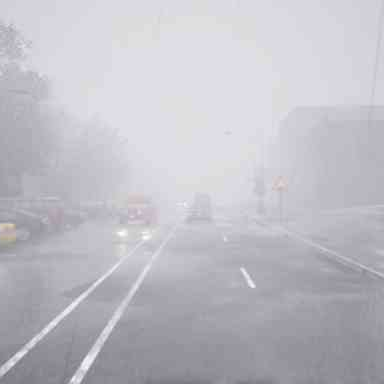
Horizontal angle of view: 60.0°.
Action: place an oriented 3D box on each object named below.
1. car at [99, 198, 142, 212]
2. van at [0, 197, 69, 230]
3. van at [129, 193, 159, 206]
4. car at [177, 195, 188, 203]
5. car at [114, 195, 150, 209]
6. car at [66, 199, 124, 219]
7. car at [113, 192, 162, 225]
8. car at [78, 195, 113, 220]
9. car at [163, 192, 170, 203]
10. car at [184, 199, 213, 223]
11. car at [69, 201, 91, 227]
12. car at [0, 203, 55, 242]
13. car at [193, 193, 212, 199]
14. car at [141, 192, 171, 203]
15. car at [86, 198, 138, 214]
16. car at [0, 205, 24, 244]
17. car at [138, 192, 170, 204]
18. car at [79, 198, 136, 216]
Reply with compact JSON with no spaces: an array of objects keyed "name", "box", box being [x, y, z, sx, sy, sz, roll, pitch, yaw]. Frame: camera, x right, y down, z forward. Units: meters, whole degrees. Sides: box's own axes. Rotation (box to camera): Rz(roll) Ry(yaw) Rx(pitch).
[{"name":"car","box":[-8.400,1.482,39.150,4.792,1.488,2.163,-1,0,-17]},{"name":"van","box":[-9.315,1.278,18.343,4.442,1.987,1.878,-1,0,-19]},{"name":"van","box":[-7.769,1.142,53.908,4.442,1.987,1.878,-1,1,-17]},{"name":"car","box":[-1.823,1.274,65.220,2.128,1.511,4.902,0,1,3]},{"name":"car","box":[-8.118,1.297,45.070,4.553,1.767,2.185,-1,0,-17]},{"name":"car","box":[-8.797,1.485,30.265,4.892,1.521,2.231,-1,0,-18]},{"name":"car","box":[-3.793,1.229,24.405,2.150,2.045,5.566,0,0,2]},{"name":"car","box":[-8.882,1.365,27.302,4.553,1.767,2.185,-1,0,-18]},{"name":"car","box":[-7.205,1.315,59.932,5.366,1.575,1.946,-1,0,-17]},{"name":"car","box":[0.591,1.552,25.300,2.033,1.411,5.357,0,0,2]},{"name":"car","box":[-9.118,1.540,21.356,4.674,1.452,2.002,-1,0,-18]},{"name":"car","box":[-9.270,1.502,15.413,5.008,1.535,2.097,-1,0,-19]},{"name":"car","box":[1.370,1.163,42.923,2.150,2.045,5.566,0,0,3]},{"name":"car","box":[-7.112,1.023,65.758,5.566,2.045,2.435,-1,1,-17]},{"name":"car","box":[-8.696,1.464,36.145,5.366,1.575,1.946,-1,0,-17]},{"name":"car","box":[-9.515,1.501,12.384,5.366,1.575,1.946,-1,0,-19]},{"name":"car","box":[-7.207,1.046,62.831,5.566,2.045,2.435,-1,0,-17]},{"name":"car","box":[-8.482,1.470,33.291,5.366,1.575,1.946,-1,0,-17]}]
